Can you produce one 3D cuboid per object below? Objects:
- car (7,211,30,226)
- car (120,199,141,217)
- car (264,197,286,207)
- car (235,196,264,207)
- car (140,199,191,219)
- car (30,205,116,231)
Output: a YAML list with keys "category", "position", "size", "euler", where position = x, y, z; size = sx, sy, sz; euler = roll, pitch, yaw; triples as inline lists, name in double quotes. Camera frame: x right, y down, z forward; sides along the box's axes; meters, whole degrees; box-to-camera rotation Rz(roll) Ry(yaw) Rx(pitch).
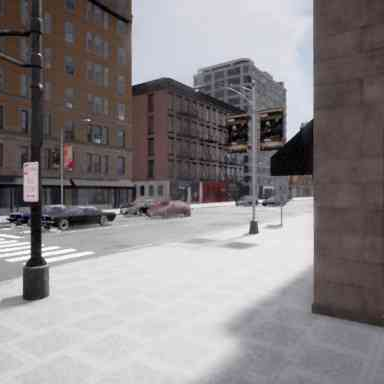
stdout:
- category: "car"
  position: [-9.737, 1.552, 22.472]
  size: [1.895, 1.301, 4.718]
  euler: [0, 0, 35]
- category: "car"
  position: [-4.363, 1.403, 30.101]
  size: [2.128, 1.511, 4.902]
  euler: [0, 0, 35]
- category: "car"
  position: [11.700, 1.354, 47.159]
  size: [2.033, 1.411, 5.357]
  euler: [0, 0, 36]
- category: "car"
  position: [7.871, 1.313, 47.395]
  size: [2.128, 1.511, 4.902]
  euler: [0, 0, 36]
- category: "car"
  position: [-1.845, 1.433, 28.033]
  size: [1.812, 1.442, 4.674]
  euler: [0, 0, 35]
- category: "car"
  position: [-7.081, 1.546, 20.599]
  size: [1.895, 1.301, 4.718]
  euler: [0, 0, 35]
